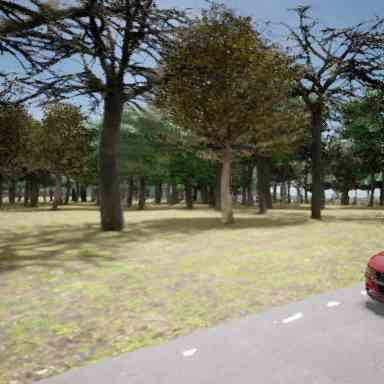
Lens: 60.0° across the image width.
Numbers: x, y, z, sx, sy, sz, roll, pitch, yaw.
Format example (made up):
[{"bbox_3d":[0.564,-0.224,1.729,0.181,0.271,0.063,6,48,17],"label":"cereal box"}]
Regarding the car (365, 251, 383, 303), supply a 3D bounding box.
[{"bbox_3d":[5.634,1.459,7.092,5.008,1.535,1.882,0,0,-36],"label":"car"}]
